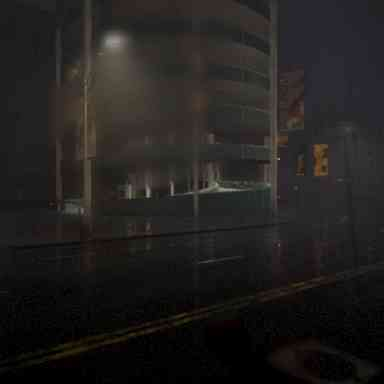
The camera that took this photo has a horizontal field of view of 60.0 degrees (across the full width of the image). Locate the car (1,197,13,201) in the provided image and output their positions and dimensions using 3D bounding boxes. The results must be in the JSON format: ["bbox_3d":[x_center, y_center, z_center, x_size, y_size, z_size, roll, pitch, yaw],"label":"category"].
[{"bbox_3d":[-29.911,1.462,53.593,1.895,1.301,4.718,0,0,-36],"label":"car"}]

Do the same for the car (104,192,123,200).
[{"bbox_3d":[-15.390,1.028,65.083,2.435,2.045,5.566,0,0,-36],"label":"car"}]

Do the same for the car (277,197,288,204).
[{"bbox_3d":[16.309,1.601,63.480,1.994,1.385,4.181,0,0,-32],"label":"car"}]
